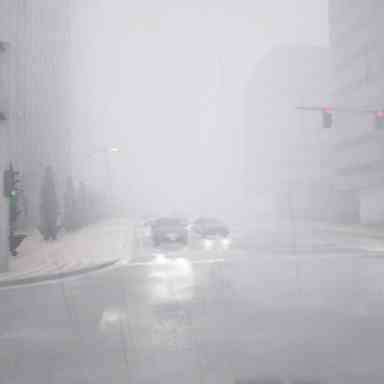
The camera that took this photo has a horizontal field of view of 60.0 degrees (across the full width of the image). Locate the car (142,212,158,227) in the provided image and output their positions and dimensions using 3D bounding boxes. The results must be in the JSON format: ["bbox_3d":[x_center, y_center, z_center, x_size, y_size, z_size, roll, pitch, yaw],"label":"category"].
[{"bbox_3d":[-4.418,3.152,37.949,1.812,1.442,4.674,0,-2,-10],"label":"car"}]

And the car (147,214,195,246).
[{"bbox_3d":[-1.436,2.355,20.357,2.128,1.511,4.902,0,-2,-10],"label":"car"}]

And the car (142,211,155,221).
[{"bbox_3d":[-7.298,3.985,55.475,1.994,1.385,4.181,0,-2,-10],"label":"car"}]

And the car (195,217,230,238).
[{"bbox_3d":[1.304,2.571,25.123,2.033,1.411,5.357,0,-2,-10],"label":"car"}]

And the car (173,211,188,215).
[{"bbox_3d":[-1.617,3.248,42.395,1.882,1.535,5.008,0,-2,-10],"label":"car"}]
